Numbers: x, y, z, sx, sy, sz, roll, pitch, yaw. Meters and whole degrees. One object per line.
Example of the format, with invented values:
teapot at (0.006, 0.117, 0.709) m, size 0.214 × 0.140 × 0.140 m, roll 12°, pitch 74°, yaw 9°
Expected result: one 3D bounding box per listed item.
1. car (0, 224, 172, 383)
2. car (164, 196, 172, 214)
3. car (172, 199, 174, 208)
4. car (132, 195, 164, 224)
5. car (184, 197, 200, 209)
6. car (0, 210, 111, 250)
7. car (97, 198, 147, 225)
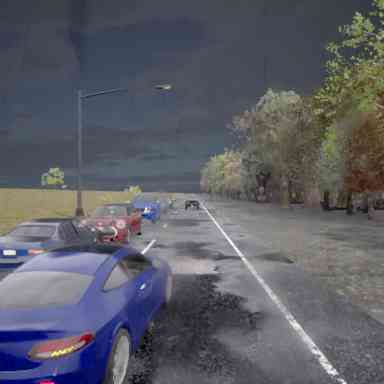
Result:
car at (-1.531, 1.526, 5.123) m, size 1.812 × 1.442 × 4.674 m, roll 0°, pitch 0°, yaw 7°
car at (-3.620, 1.351, 35.256) m, size 2.097 × 1.767 × 4.553 m, roll 0°, pitch 0°, yaw 0°
car at (-3.627, 1.347, 45.262) m, size 2.097 × 1.767 × 4.553 m, roll 0°, pitch 0°, yaw 0°
car at (-3.623, 1.223, 25.251) m, size 2.150 × 2.045 × 5.566 m, roll 0°, pitch 0°, yaw -1°
car at (0.027, 1.501, 44.337) m, size 1.837 × 1.490 × 4.892 m, roll 0°, pitch 0°, yaw 0°
car at (-4.460, 1.549, 10.775) m, size 2.033 × 1.411 × 5.357 m, roll 0°, pitch 0°, yaw 2°
car at (-3.681, 1.354, 15.623) m, size 2.097 × 1.767 × 4.553 m, roll 0°, pitch 0°, yaw 2°
